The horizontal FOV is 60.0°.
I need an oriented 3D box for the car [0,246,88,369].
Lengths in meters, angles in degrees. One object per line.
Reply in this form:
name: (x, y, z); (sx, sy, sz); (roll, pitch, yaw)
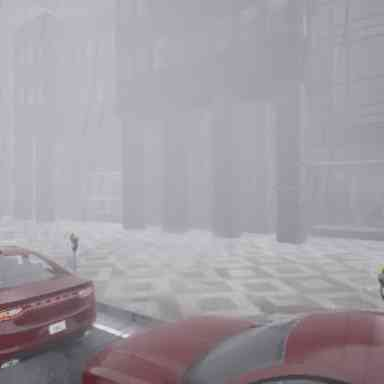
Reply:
car: (-3.495, 1.565, 5.456); (4.507, 1.381, 1.887); (0, 0, 36)

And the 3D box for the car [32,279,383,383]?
car: (1.093, 1.546, 2.183); (4.507, 1.381, 1.887); (0, 0, 36)

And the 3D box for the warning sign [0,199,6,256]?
warning sign: (-6.923, 1.156, 10.735); (1.060, 1.860, 1.300); (0, 0, 36)
